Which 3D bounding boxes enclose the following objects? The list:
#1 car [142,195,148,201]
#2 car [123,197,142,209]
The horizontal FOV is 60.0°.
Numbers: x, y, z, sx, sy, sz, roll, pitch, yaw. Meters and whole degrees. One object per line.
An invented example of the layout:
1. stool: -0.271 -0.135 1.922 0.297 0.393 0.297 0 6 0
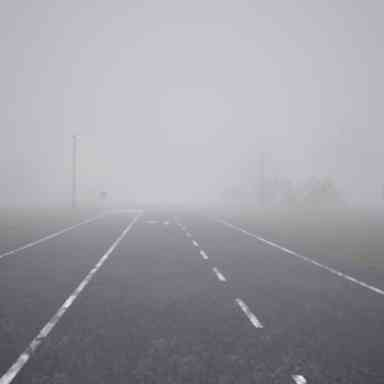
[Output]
1. car: -13.380 1.680 93.877 2.128 1.511 4.902 1 0 -6
2. car: -8.452 1.684 46.433 1.895 1.301 4.718 1 0 -6
